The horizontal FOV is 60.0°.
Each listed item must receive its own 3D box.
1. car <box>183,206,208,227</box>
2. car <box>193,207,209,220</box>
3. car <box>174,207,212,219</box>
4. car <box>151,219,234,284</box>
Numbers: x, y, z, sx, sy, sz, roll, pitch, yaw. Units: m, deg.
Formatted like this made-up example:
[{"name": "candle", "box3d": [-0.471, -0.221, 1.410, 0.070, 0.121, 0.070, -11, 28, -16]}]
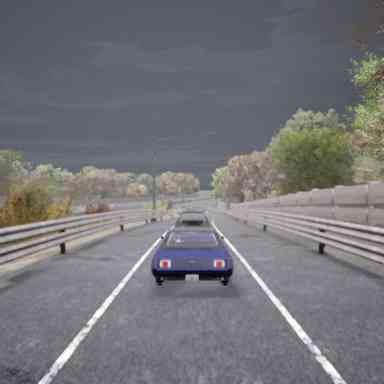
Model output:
[{"name": "car", "box3d": [0.397, 2.167, 30.293, 2.097, 1.767, 4.553, 0, -3, 2]}, {"name": "car", "box3d": [1.277, 3.069, 47.400, 2.097, 1.767, 4.553, 0, -3, 4]}, {"name": "car", "box3d": [0.057, 1.806, 18.491, 1.837, 1.490, 4.892, 0, -2, 1]}, {"name": "car", "box3d": [0.010, 1.679, 9.695, 1.895, 1.301, 4.718, 0, -1, 0]}]
